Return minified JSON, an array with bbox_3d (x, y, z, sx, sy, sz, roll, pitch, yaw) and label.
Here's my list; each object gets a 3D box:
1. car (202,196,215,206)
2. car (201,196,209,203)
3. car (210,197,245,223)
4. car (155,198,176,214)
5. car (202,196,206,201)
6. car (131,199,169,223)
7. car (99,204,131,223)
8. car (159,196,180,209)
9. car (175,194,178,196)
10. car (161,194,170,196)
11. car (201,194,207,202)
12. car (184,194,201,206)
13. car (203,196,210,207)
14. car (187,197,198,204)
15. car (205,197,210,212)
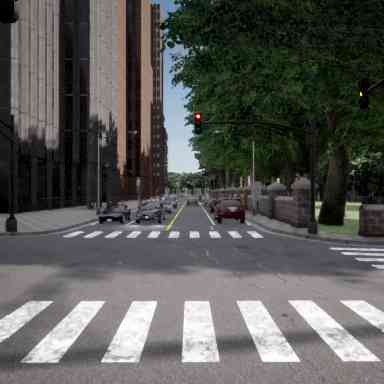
[{"bbox_3d":[2.825,1.487,57.987,1.967,1.590,4.097,0,0,0],"label":"car"},{"bbox_3d":[2.842,1.593,74.526,1.752,1.417,4.829,0,0,0],"label":"car"},{"bbox_3d":[2.790,1.326,25.248,2.192,1.841,5.009,0,0,0],"label":"car"},{"bbox_3d":[-3.062,1.622,35.243,1.895,1.301,4.718,0,0,0],"label":"car"},{"bbox_3d":[2.813,1.585,47.074,2.008,1.369,4.403,0,0,0],"label":"car"},{"bbox_3d":[-3.079,1.516,25.520,1.837,1.490,4.892,0,0,1],"label":"car"},{"bbox_3d":[-5.735,1.576,25.248,1.947,1.339,4.313,0,0,0],"label":"car"},{"bbox_3d":[-3.048,1.596,45.366,1.994,1.385,4.181,0,0,0],"label":"car"},{"bbox_3d":[-5.666,1.533,90.732,1.967,1.590,4.097,0,0,0],"label":"car"},{"bbox_3d":[-5.695,1.635,63.447,1.802,1.307,4.206,0,0,0],"label":"car"},{"bbox_3d":[2.819,1.481,52.530,1.967,1.590,4.097,0,0,0],"label":"car"},{"bbox_3d":[0.115,1.536,55.806,2.128,1.511,4.902,0,0,1],"label":"car"},{"bbox_3d":[2.807,1.579,41.617,2.008,1.369,4.403,0,0,0],"label":"car"},{"bbox_3d":[0.070,1.620,65.786,1.994,1.385,4.181,0,0,0],"label":"car"},{"bbox_3d":[2.802,1.588,36.161,1.947,1.339,4.313,0,0,0],"label":"car"}]
